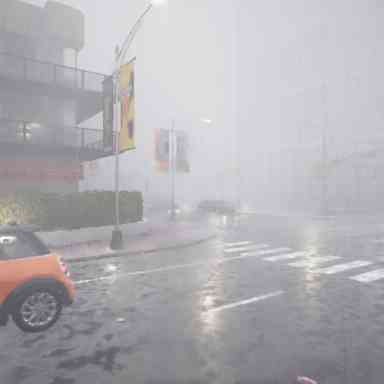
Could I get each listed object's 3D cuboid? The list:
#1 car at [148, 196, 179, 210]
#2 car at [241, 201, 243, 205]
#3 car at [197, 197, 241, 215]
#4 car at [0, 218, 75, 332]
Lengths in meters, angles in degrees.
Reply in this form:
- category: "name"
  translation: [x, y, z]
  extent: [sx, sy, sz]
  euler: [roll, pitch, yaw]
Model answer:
- category: "car"
  translation: [-3.391, 1.564, 42.080]
  extent: [1.994, 1.385, 4.181]
  euler: [0, 0, -35]
- category: "car"
  translation: [5.545, 1.526, 49.586]
  extent: [1.812, 1.442, 4.674]
  euler: [0, 0, -35]
- category: "car"
  translation: [2.388, 1.505, 33.814]
  extent: [1.837, 1.490, 4.892]
  euler: [0, 0, -35]
- category: "car"
  translation: [-4.341, 1.352, 5.196]
  extent: [4.553, 1.767, 2.097]
  euler: [0, 0, -36]
